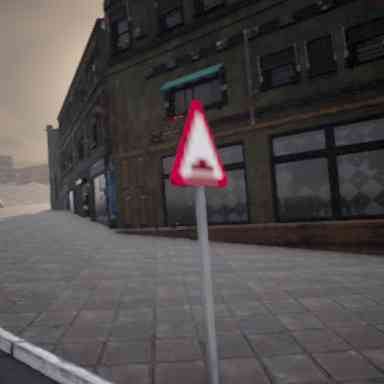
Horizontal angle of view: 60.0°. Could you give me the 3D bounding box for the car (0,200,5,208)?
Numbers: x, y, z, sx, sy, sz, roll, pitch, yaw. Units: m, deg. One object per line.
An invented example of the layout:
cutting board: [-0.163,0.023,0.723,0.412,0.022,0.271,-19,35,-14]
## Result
car: [-31.032,1.819,51.422,1.882,1.535,5.008,-4,0,2]
